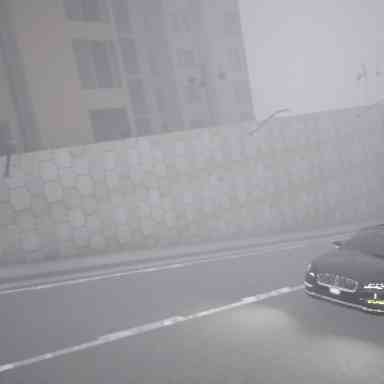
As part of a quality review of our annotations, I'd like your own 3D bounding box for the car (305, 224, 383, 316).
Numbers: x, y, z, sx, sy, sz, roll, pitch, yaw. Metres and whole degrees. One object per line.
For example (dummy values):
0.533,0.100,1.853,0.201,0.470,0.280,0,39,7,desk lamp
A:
4.453,1.481,7.170,4.892,1.490,1.837,1,0,-35,car
